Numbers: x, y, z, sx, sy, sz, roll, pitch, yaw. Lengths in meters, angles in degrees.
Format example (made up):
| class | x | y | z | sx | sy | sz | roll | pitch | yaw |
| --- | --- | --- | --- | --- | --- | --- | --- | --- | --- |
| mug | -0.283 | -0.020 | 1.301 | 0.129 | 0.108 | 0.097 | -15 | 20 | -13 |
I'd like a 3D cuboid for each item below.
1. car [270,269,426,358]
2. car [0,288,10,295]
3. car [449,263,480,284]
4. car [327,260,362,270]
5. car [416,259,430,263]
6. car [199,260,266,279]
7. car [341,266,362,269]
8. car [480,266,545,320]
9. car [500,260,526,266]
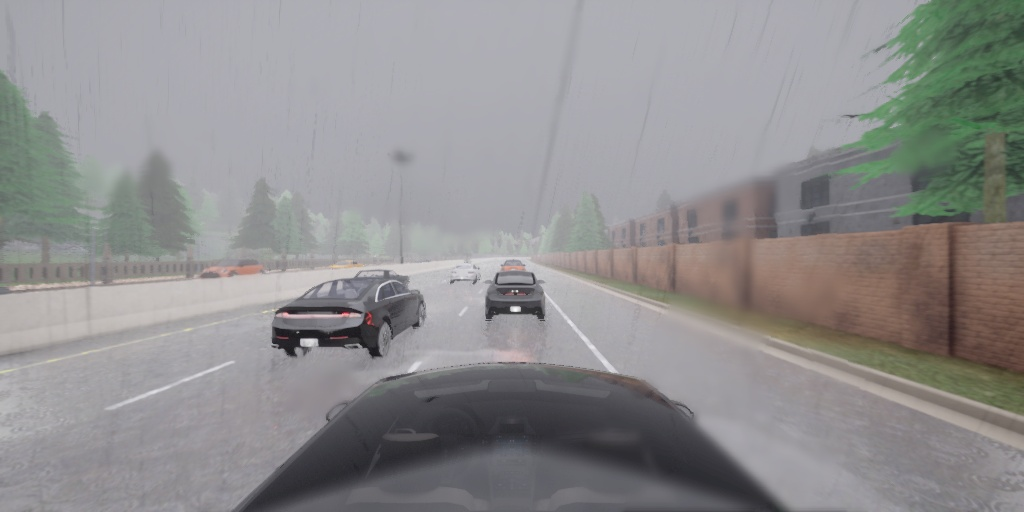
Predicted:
| class | x | y | z | sx | sy | sz | roll | pitch | yaw |
| --- | --- | --- | --- | --- | --- | --- | --- | --- | --- |
| car | -3.401 | 1.239 | 8.448 | 2.128 | 1.511 | 4.902 | 0 | 0 | 0 |
| car | -14.100 | 1.239 | 7.411 | 2.128 | 1.511 | 4.902 | 0 | 0 | 0 |
| car | -3.420 | 1.268 | 26.737 | 1.812 | 1.442 | 4.674 | 0 | 0 | 0 |
| car | -17.582 | 1.216 | 37.898 | 1.882 | 1.535 | 5.008 | 0 | 0 | 0 |
| car | -14.020 | 1.242 | 56.410 | 1.837 | 1.490 | 4.892 | 0 | 0 | 0 |
| car | -21.095 | 1.093 | 27.311 | 2.097 | 1.767 | 4.553 | 0 | 0 | 0 |
| car | -6.905 | 1.345 | 18.797 | 1.895 | 1.301 | 4.718 | 0 | 0 | 0 |
| car | 0.098 | 1.251 | 12.555 | 1.837 | 1.490 | 4.892 | 0 | 0 | 0 |
| car | 0.093 | 1.093 | 30.514 | 2.097 | 1.767 | 4.553 | 0 | 0 | 0 |
